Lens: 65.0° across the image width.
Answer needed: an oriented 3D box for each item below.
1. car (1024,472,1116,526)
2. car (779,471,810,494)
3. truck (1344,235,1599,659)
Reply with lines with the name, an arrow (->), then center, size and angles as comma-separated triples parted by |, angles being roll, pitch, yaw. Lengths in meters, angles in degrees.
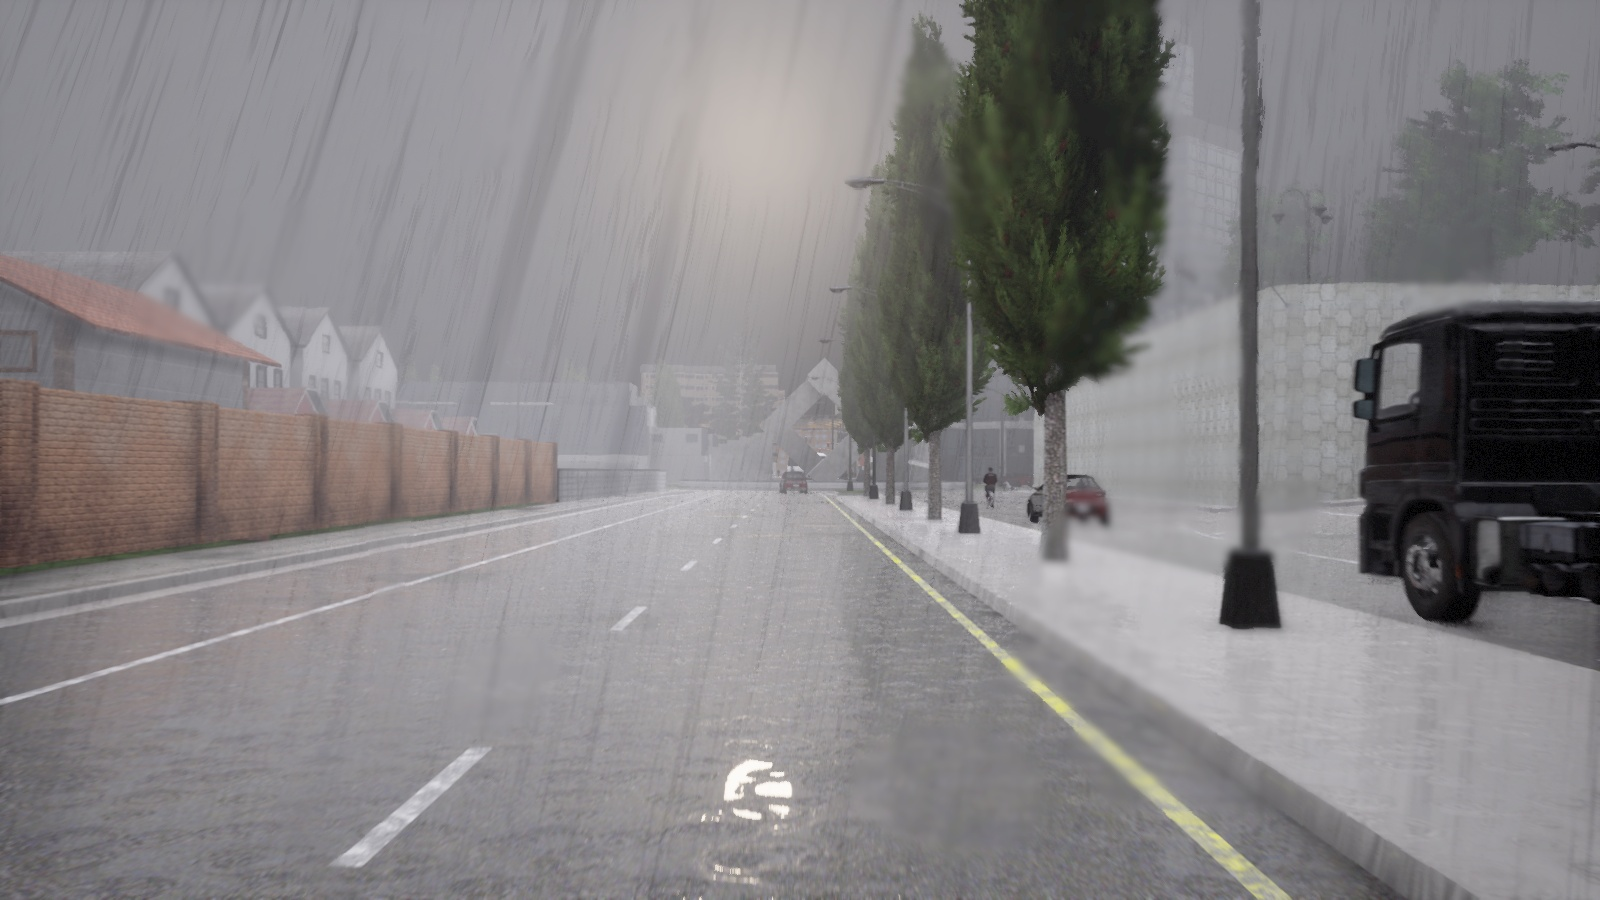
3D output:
car -> 7.904, 1.397, 37.126 | 1.816, 1.474, 4.193 | -1, -1, 0
car -> -0.407, 2.248, 86.787 | 1.789, 1.549, 3.705 | 0, -1, -6
truck -> 7.969, -0.014, 11.032 | 2.891, 3.462, 7.936 | 0, -1, 0
